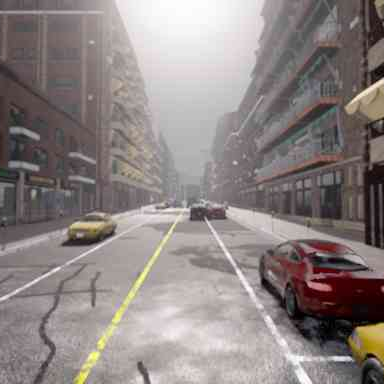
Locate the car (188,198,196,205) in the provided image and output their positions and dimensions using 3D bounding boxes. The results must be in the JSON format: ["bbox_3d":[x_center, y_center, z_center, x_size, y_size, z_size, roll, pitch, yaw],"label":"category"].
[{"bbox_3d":[0.008,2.410,85.008,2.097,1.767,4.553,0,-1,0],"label":"car"}]

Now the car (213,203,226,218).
[{"bbox_3d":[2.588,1.971,34.823,1.887,1.381,4.507,1,-1,0],"label":"car"}]

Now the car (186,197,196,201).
[{"bbox_3d":[0.007,2.049,70.066,2.150,2.045,5.566,0,-1,0],"label":"car"}]

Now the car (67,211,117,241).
[{"bbox_3d":[-5.292,1.740,18.133,1.752,1.417,4.829,2,-1,0],"label":"car"}]

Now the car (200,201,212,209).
[{"bbox_3d":[2.590,2.360,62.474,2.008,1.369,4.403,1,-1,0],"label":"car"}]

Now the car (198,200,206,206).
[{"bbox_3d":[2.592,2.688,84.594,1.887,1.381,4.507,1,-1,0],"label":"car"}]

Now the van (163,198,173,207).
[{"bbox_3d":[-5.284,2.314,73.598,1.690,1.788,3.998,2,-1,0],"label":"van"}]

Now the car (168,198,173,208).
[{"bbox_3d":[-5.284,2.126,62.541,2.192,1.841,5.009,2,-1,0],"label":"car"}]

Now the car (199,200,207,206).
[{"bbox_3d":[2.592,2.601,79.065,1.887,1.381,4.507,1,-1,0],"label":"car"}]

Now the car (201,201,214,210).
[{"bbox_3d":[2.589,2.275,56.943,1.887,1.381,4.507,1,-1,0],"label":"car"}]

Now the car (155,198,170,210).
[{"bbox_3d":[-5.290,2.255,56.837,1.752,1.417,4.829,2,-1,0],"label":"car"}]

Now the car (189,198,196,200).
[{"bbox_3d":[0.830,2.083,49.686,1.801,1.575,5.366,0,-1,0],"label":"car"}]

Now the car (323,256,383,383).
[{"bbox_3d":[2.586,1.548,1.817,1.752,1.417,4.829,2,-1,0],"label":"car"}]

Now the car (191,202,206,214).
[{"bbox_3d":[0.829,2.047,43.493,1.837,1.490,4.892,0,-1,0],"label":"car"}]

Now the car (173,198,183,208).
[{"bbox_3d":[-2.769,2.344,64.676,1.837,1.490,4.892,0,-1,1],"label":"car"}]

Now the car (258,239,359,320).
[{"bbox_3d":[2.585,1.666,7.175,1.802,1.307,4.206,1,-1,0],"label":"car"}]

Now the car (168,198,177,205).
[{"bbox_3d":[-5.283,2.547,90.190,2.192,1.841,5.009,1,-1,0],"label":"car"}]

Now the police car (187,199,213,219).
[{"bbox_3d":[0.717,1.835,33.601,1.930,1.638,5.238,0,-1,0],"label":"police car"}]

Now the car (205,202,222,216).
[{"bbox_3d":[2.589,2.027,40.525,1.752,1.417,4.829,1,-1,0],"label":"car"}]

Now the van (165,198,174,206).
[{"bbox_3d":[-5.284,2.399,79.130,1.690,1.788,3.998,1,-1,0],"label":"van"}]

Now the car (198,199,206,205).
[{"bbox_3d":[2.602,2.671,90.127,1.967,1.590,4.097,1,-1,0],"label":"car"}]
